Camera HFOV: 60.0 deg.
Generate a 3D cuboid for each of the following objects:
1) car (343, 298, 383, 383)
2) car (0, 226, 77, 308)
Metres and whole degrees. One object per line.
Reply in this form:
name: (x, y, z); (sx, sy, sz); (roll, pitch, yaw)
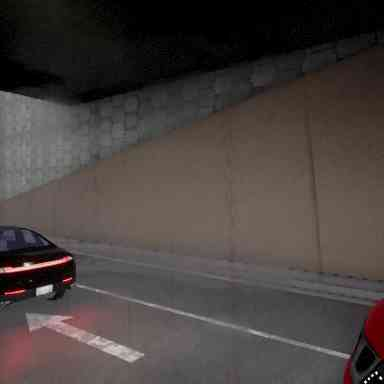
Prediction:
car: (3.644, 1.221, 1.345); (5.566, 2.045, 2.150); (0, 0, 35)
car: (-4.533, 1.492, 7.202); (4.902, 1.511, 2.128); (0, 0, 36)
